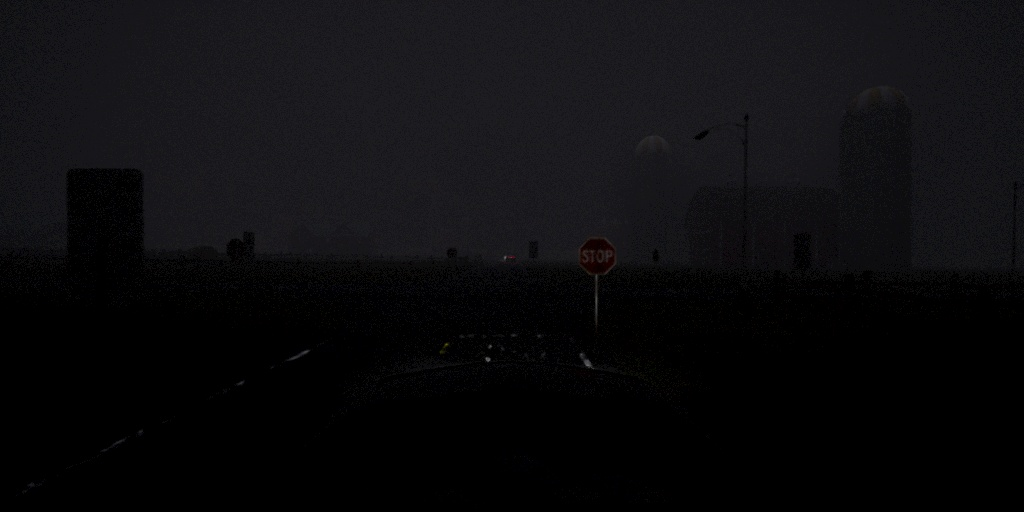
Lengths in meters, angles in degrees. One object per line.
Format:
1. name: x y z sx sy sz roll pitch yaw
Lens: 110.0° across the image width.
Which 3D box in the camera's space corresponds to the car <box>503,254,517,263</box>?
1. car: -0.199 0.427 64.669 2.128 1.511 4.902 0 1 -2
